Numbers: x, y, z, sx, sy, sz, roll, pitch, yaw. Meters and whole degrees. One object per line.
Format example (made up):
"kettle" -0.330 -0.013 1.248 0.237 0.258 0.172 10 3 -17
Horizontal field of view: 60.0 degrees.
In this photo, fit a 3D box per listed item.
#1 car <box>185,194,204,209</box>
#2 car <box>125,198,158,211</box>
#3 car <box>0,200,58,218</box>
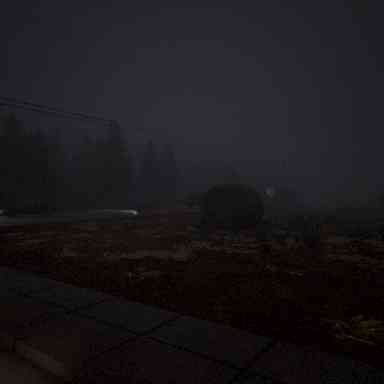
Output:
"car" 1.364 1.248 46.191 2.150 2.045 5.566 0 0 38
"car" -6.294 1.552 42.022 1.812 1.442 4.674 0 0 37
"car" -14.844 1.518 30.489 2.128 1.511 4.902 0 0 37
